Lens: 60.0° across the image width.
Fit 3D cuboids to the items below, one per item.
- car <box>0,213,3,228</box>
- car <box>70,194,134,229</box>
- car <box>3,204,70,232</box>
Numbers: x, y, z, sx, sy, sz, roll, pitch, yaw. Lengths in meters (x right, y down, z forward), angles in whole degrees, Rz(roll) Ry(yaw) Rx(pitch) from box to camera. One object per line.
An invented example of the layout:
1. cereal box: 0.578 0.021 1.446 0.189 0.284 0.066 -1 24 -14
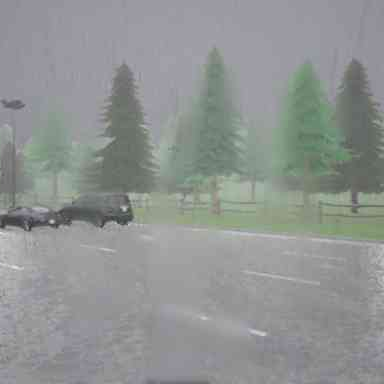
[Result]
1. car: -11.607 1.422 16.555 4.674 1.442 1.812 0 0 35
2. car: -6.179 1.127 21.297 5.566 2.045 2.150 0 0 36
3. car: -9.440 1.423 19.309 4.674 1.442 1.812 0 0 35
